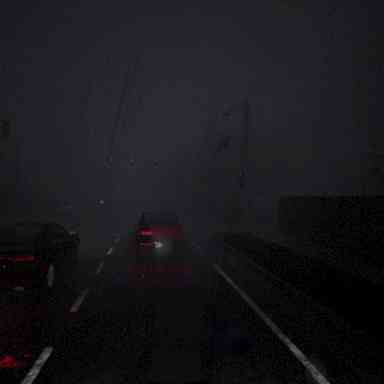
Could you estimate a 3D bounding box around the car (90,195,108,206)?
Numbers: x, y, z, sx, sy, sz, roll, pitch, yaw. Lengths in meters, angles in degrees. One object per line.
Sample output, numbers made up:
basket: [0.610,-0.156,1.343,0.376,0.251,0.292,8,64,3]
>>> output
car: [-16.981,1.747,59.597,2.033,1.411,5.357,0,0,-6]

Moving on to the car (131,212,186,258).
car: [-1.328,1.527,12.940,2.128,1.511,4.902,0,0,-7]

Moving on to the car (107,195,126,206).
car: [-13.526,1.755,60.089,1.994,1.385,4.181,0,0,-6]

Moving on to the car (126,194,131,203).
car: [-15.166,1.761,75.521,2.128,1.511,4.902,0,0,-6]

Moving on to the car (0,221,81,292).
car: [-4.347,1.513,8.982,1.882,1.535,5.008,0,0,-7]

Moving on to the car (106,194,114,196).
car: [-18.670,1.470,75.358,2.150,2.045,5.566,0,0,-6]
